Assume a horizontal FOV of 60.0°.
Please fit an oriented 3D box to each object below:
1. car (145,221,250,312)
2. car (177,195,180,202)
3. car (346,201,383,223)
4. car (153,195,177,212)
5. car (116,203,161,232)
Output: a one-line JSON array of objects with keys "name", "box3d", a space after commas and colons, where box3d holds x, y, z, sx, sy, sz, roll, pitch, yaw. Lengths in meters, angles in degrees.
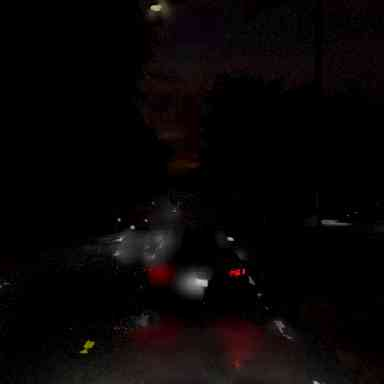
[{"name": "car", "box3d": [0.083, 1.557, 7.812, 1.994, 1.385, 4.181, 0, 0, -1]}, {"name": "car", "box3d": [-3.183, 1.467, 49.855, 1.895, 1.301, 4.718, 0, 0, 0]}, {"name": "car", "box3d": [13.000, 1.315, 22.682, 4.674, 1.442, 1.812, -1, 1, 2]}, {"name": "car", "box3d": [-3.165, 1.268, 36.733, 2.097, 1.767, 4.553, 1, 0, 0]}, {"name": "car", "box3d": [-3.143, 1.559, 19.729, 1.895, 1.301, 4.718, 1, 0, 0]}]
